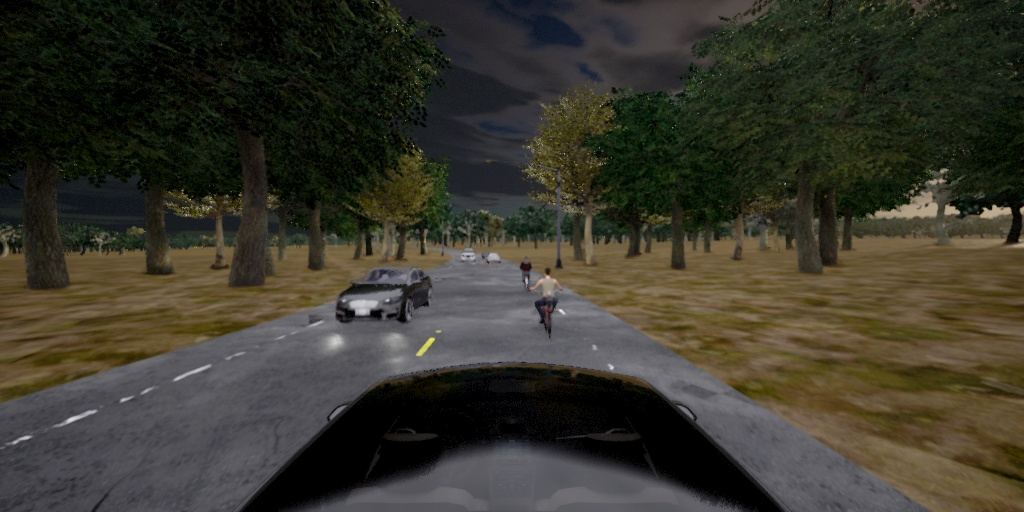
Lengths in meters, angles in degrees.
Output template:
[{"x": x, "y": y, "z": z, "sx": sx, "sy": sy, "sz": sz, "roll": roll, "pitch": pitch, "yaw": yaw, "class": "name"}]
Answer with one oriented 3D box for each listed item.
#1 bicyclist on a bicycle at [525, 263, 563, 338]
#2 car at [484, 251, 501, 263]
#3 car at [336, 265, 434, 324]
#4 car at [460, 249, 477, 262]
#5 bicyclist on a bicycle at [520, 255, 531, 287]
[{"x": 0.849, "y": 1.066, "z": 8.691, "sx": 0.866, "sy": 1.612, "sz": 1.509, "roll": 0, "pitch": 1, "yaw": -1, "class": "bicyclist on a bicycle"}, {"x": -2.724, "y": 0.278, "z": 52.426, "sx": 1.812, "sy": 1.442, "sz": 4.674, "roll": 0, "pitch": 1, "yaw": -6, "class": "car"}, {"x": -3.747, "y": 1.075, "z": 11.296, "sx": 2.128, "sy": 1.511, "sz": 4.902, "roll": 0, "pitch": 1, "yaw": -1, "class": "car"}, {"x": -6.693, "y": -0.099, "z": 55.239, "sx": 2.150, "sy": 2.045, "sz": 5.566, "roll": 0, "pitch": 2, "yaw": -6, "class": "car"}, {"x": 0.661, "y": 0.849, "z": 16.995, "sx": 0.659, "sy": 1.776, "sz": 1.843, "roll": 0, "pitch": 1, "yaw": -2, "class": "bicyclist on a bicycle"}]
